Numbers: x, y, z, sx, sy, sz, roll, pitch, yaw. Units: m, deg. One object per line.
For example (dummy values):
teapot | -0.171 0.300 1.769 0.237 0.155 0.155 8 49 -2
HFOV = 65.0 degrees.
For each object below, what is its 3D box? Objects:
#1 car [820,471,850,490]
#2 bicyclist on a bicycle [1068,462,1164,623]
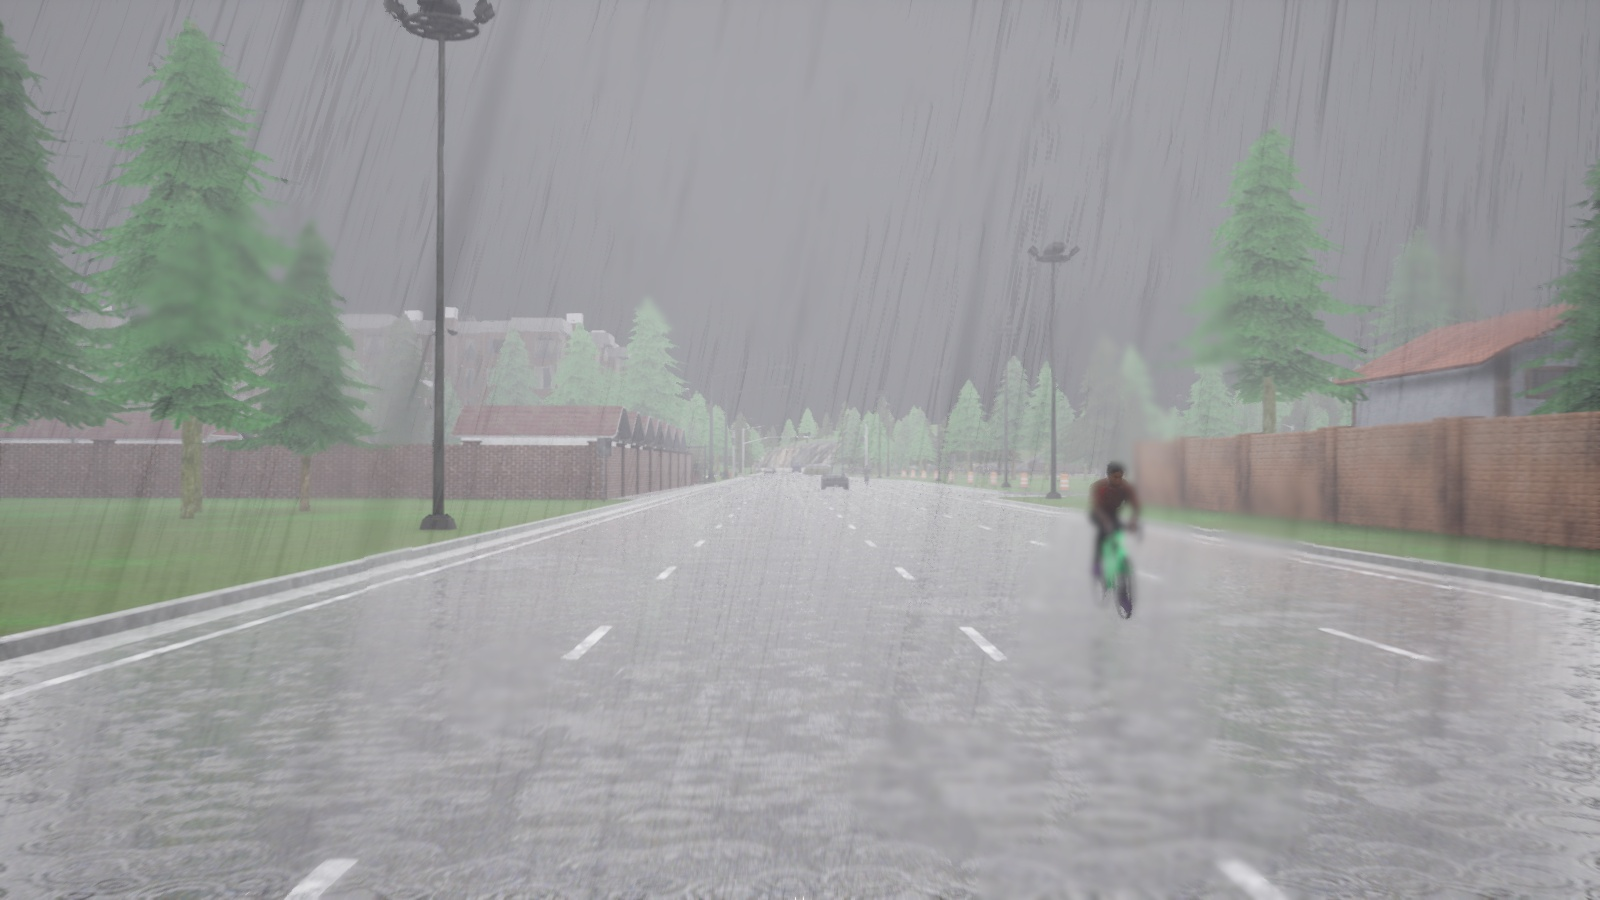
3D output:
car | 2.423 2.129 88.529 1.895 1.301 4.718 0 -1 -1
bicyclist on a bicycle | 3.358 0.935 13.481 0.582 1.620 1.656 0 -1 -1
